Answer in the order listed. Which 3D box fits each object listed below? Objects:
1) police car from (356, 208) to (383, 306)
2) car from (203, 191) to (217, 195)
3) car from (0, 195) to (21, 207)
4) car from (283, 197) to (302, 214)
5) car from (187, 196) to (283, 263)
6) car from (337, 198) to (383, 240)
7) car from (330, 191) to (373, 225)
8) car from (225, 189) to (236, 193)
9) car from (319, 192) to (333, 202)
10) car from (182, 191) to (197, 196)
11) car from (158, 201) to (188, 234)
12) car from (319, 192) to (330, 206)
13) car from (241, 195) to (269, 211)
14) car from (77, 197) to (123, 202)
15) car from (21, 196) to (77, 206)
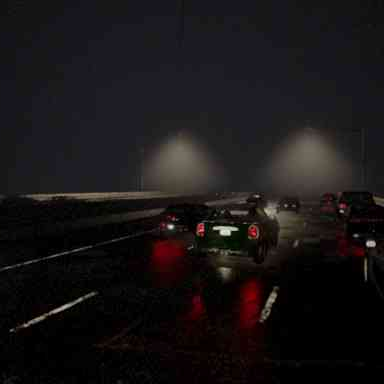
[{"bbox_3d":[4.339,1.353,5.962,1.930,1.638,5.238,1,1,21],"label":"police car"},{"bbox_3d":[3.678,0.450,65.544,1.812,1.442,4.674,1,1,22],"label":"car"},{"bbox_3d":[-14.896,0.990,27.352,2.033,1.411,5.357,1,1,21],"label":"car"},{"bbox_3d":[8.406,1.119,28.856,2.033,1.411,5.357,1,1,21],"label":"car"},{"bbox_3d":[1.736,1.168,11.572,2.097,1.767,4.553,1,1,21],"label":"car"},{"bbox_3d":[7.900,1.275,15.188,1.882,1.535,5.008,1,1,21],"label":"car"},{"bbox_3d":[10.073,0.940,20.808,2.150,2.045,5.566,1,1,21],"label":"car"},{"bbox_3d":[7.662,0.293,66.131,2.097,1.767,4.553,1,1,22],"label":"car"},{"bbox_3d":[22.275,0.766,55.347,2.033,1.411,5.357,1,1,21],"label":"car"},{"bbox_3d":[-0.439,0.476,64.615,1.994,1.385,4.181,1,1,22],"label":"car"},{"bbox_3d":[-0.035,1.224,16.706,1.837,1.490,4.892,1,1,21],"label":"car"},{"bbox_3d":[16.904,0.926,41.313,1.837,1.490,4.892,1,1,22],"label":"car"},{"bbox_3d":[6.377,1.047,33.321,1.994,1.385,4.181,1,1,21],"label":"car"},{"bbox_3d":[-7.134,1.083,28.034,1.895,1.301,4.718,1,1,21],"label":"car"},{"bbox_3d":[-11.024,1.010,27.667,2.033,1.411,5.357,1,1,21],"label":"car"}]
